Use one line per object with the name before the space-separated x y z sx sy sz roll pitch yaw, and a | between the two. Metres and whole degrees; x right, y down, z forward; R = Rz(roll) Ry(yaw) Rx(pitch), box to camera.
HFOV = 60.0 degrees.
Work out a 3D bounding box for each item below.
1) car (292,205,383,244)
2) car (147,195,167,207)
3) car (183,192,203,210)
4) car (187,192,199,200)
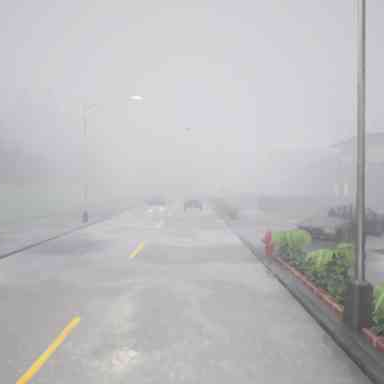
car | 6.313 1.268 13.794 5.357 1.415 2.033 -1 1 -40
car | -4.067 1.028 39.447 1.994 1.385 4.181 0 1 0
car | 0.104 1.062 34.057 1.812 1.442 4.674 0 1 0
car | 0.125 0.723 60.613 2.033 1.411 5.357 0 1 0
